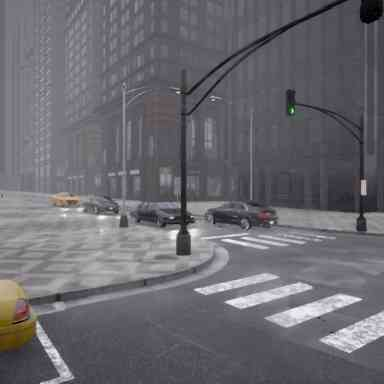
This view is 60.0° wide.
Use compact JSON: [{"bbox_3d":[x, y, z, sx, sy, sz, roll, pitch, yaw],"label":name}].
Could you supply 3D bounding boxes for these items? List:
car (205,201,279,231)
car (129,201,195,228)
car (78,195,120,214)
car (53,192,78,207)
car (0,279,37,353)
[{"bbox_3d":[2.705,1.266,19.146,1.837,1.490,4.892,0,1,-36],"label":"car"},{"bbox_3d":[-2.006,1.237,20.199,2.033,1.411,5.357,0,1,-36],"label":"car"},{"bbox_3d":[-7.775,1.011,28.182,1.837,1.490,4.892,0,1,-36],"label":"car"},{"bbox_3d":[-13.873,0.798,36.627,1.882,1.535,5.008,0,1,-35],"label":"car"},{"bbox_3d":[-4.357,1.525,3.536,4.829,1.417,1.752,0,0,-36],"label":"car"}]
